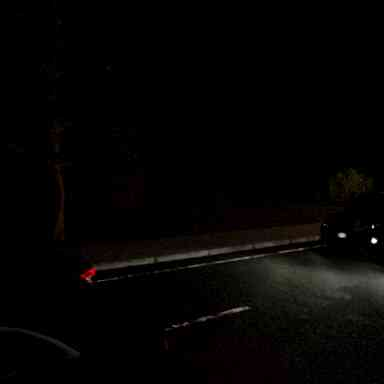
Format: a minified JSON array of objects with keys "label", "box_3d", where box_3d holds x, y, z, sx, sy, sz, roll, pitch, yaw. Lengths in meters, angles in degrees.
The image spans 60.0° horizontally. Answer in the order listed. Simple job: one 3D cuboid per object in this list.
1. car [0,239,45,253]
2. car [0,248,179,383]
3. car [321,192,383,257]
[{"label":"car","box_3d":[-3.646,1.487,5.160,4.181,1.385,1.994,-1,1,-34]},{"label":"car","box_3d":[-2.395,1.459,2.087,4.902,1.511,2.128,-1,1,-34]},{"label":"car","box_3d":[7.224,1.044,12.358,5.566,2.045,2.150,0,1,-33]}]
